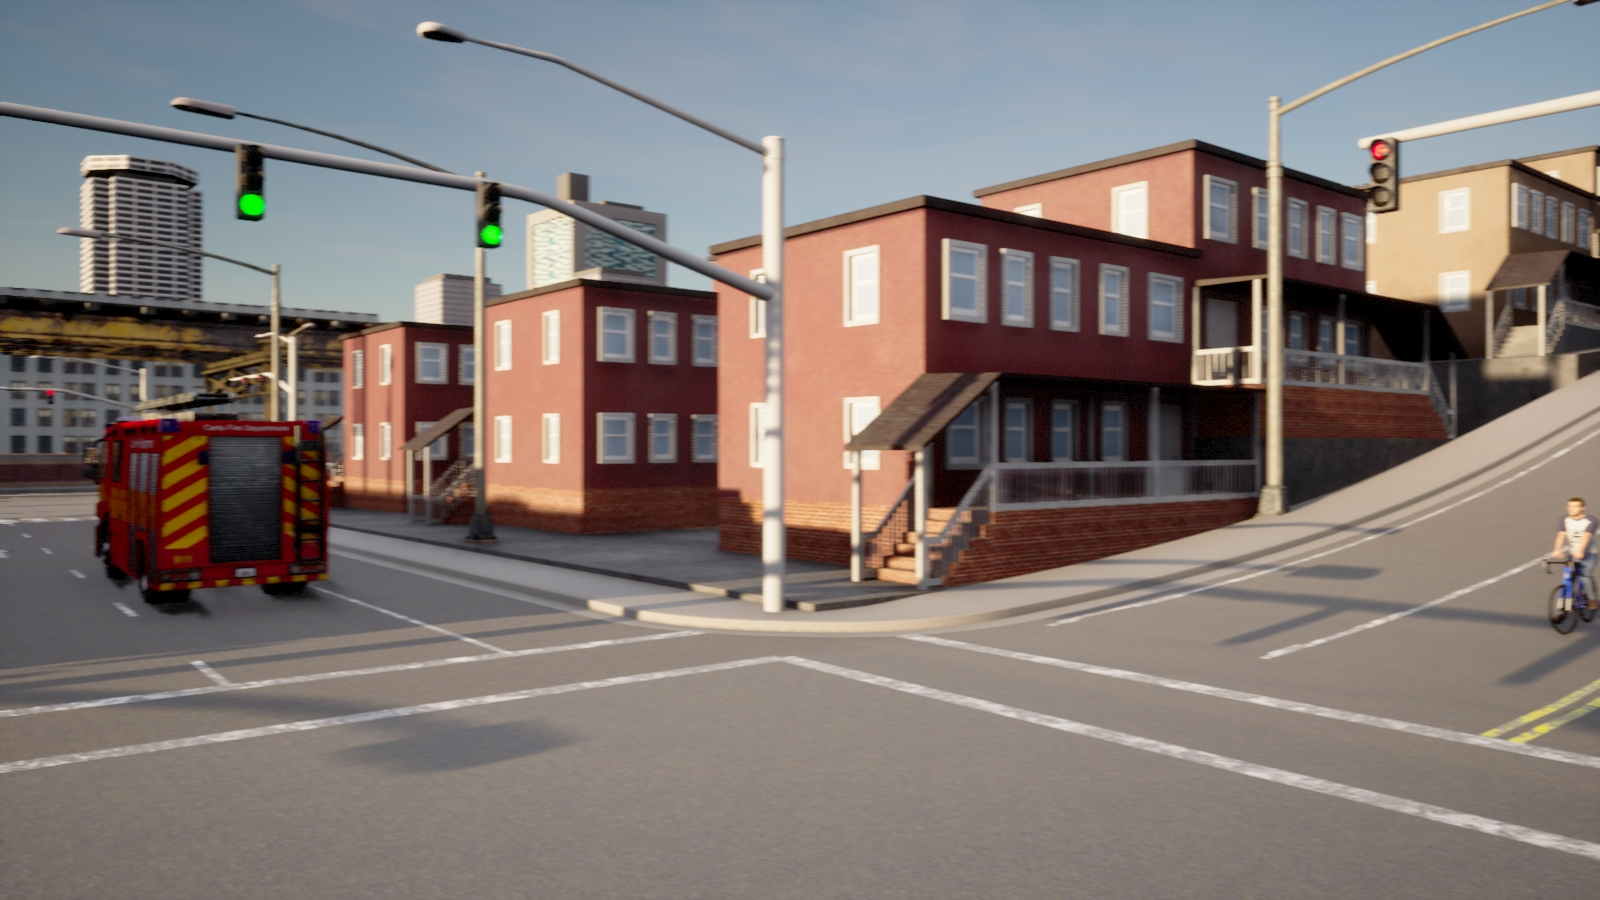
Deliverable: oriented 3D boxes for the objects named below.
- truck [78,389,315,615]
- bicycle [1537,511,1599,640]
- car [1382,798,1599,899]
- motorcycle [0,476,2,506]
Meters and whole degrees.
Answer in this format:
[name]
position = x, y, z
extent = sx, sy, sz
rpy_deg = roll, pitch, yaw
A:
[truck]
position = -12.714, 0.887, 23.593
extent = 2.891, 3.827, 8.468
rpy_deg = 0, 0, -38
[bicycle]
position = 10.701, 1.692, 15.749
extent = 1.643, 1.521, 0.373
rpy_deg = -6, 4, -39
[car]
position = 4.065, 2.150, 2.473
extent = 1.895, 1.301, 4.718
rpy_deg = 0, 0, -38
[motorcycle]
position = -40.283, 2.034, 55.834
extent = 0.803, 1.505, 2.033
rpy_deg = 1, 0, 19
